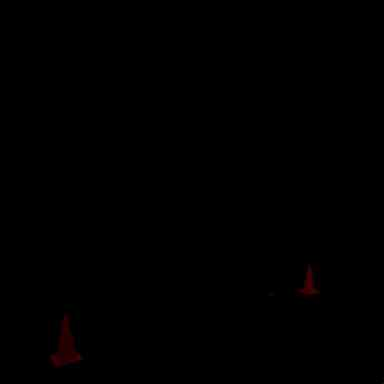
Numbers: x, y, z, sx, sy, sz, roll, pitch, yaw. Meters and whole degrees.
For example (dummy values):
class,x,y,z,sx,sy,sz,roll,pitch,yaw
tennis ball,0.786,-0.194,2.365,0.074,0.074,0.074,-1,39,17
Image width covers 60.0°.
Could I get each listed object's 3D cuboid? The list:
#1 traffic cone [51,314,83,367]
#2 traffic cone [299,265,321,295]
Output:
class,x,y,z,sx,sy,sz,roll,pitch,yaw
traffic cone,-1.679,1.938,4.458,0.340,0.580,0.340,-1,0,-35
traffic cone,2.578,1.891,7.284,0.340,0.580,0.340,-1,1,-32
